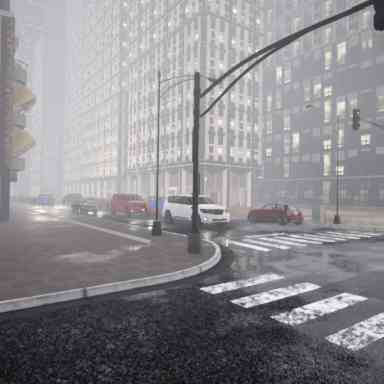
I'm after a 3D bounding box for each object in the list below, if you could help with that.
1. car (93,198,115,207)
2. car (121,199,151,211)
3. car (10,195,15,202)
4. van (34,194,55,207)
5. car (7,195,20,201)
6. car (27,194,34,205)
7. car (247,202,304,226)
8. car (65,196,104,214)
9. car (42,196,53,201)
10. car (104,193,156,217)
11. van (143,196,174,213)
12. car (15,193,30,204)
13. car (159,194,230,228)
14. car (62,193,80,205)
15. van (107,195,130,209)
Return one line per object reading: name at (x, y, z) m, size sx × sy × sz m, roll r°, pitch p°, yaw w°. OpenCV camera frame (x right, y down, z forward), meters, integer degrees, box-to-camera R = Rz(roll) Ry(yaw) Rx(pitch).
car at (-13.671, 1.586, 51.645) m, size 1.947 × 1.339 × 4.313 m, roll 1°, pitch -1°, yaw -35°
car at (-7.155, 1.584, 42.416) m, size 2.008 × 1.369 × 4.403 m, roll 1°, pitch -1°, yaw -35°
car at (-36.804, 1.396, 69.886) m, size 1.947 × 1.339 × 4.313 m, roll 1°, pitch -1°, yaw -35°
van at (-20.512, 1.197, 46.815) m, size 1.690 × 1.788 × 3.998 m, roll 1°, pitch -1°, yaw -35°
car at (-40.061, 1.377, 74.500) m, size 2.008 × 1.369 × 4.403 m, roll 1°, pitch -1°, yaw -35°
car at (-23.774, 1.432, 51.427) m, size 1.802 × 1.307 × 4.206 m, roll 1°, pitch -1°, yaw -35°
car at (5.878, 1.505, 23.960) m, size 1.967 × 1.590 × 4.097 m, roll 1°, pitch -1°, yaw -35°
car at (-10.743, 1.427, 32.970) m, size 2.008 × 1.369 × 4.403 m, roll 1°, pitch -1°, yaw -35°
car at (-36.476, 1.570, 83.947) m, size 1.802 × 1.307 × 4.206 m, roll 1°, pitch -1°, yaw -35°
car at (-5.686, 1.155, 30.310) m, size 2.150 × 2.045 × 5.566 m, roll 1°, pitch -1°, yaw -35°
van at (-3.894, 1.381, 37.804) m, size 1.690 × 1.788 × 3.998 m, roll 1°, pitch -1°, yaw -35°
car at (-30.285, 1.154, 60.659) m, size 2.192 × 1.841 × 5.009 m, roll 1°, pitch -1°, yaw -35°
car at (0.092, 1.170, 22.122) m, size 2.150 × 2.045 × 5.566 m, roll 1°, pitch -1°, yaw -35°
car at (-20.300, 1.181, 56.384) m, size 2.150 × 2.045 × 5.566 m, roll 1°, pitch -1°, yaw -35°
van at (-10.409, 1.367, 47.034) m, size 1.690 × 1.788 × 3.998 m, roll 1°, pitch -1°, yaw -35°
